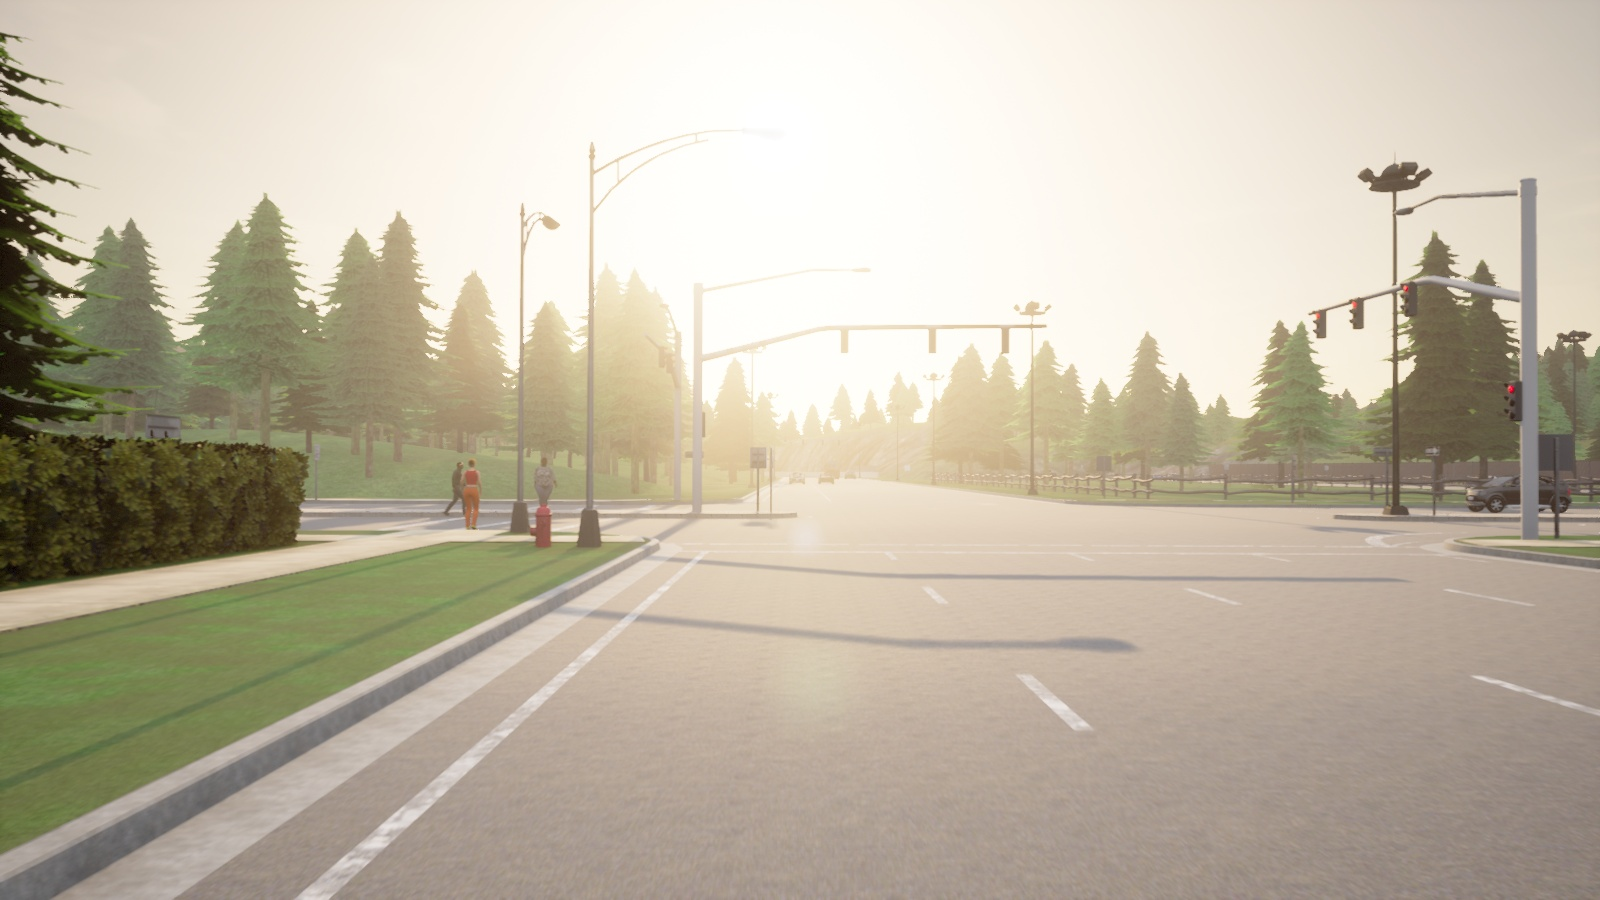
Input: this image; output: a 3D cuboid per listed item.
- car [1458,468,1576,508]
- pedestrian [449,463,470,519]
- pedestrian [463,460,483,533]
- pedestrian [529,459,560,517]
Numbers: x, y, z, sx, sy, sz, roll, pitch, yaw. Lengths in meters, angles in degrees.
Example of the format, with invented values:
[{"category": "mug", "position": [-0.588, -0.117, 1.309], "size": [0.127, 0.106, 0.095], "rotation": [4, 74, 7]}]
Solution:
[{"category": "car", "position": [28.720, 1.521, 50.356], "size": [3.705, 1.549, 1.789], "rotation": [0, -1, 0]}, {"category": "pedestrian", "position": [-11.182, 1.340, 41.263], "size": [0.614, 1.847, 0.353], "rotation": [0, -1, 0]}, {"category": "pedestrian", "position": [-8.308, 1.171, 31.904], "size": [0.345, 1.836, 0.594], "rotation": [0, -1, -1]}, {"category": "pedestrian", "position": [-8.288, 1.217, 40.724], "size": [0.874, 1.855, 0.900], "rotation": [0, -1, -18]}]
